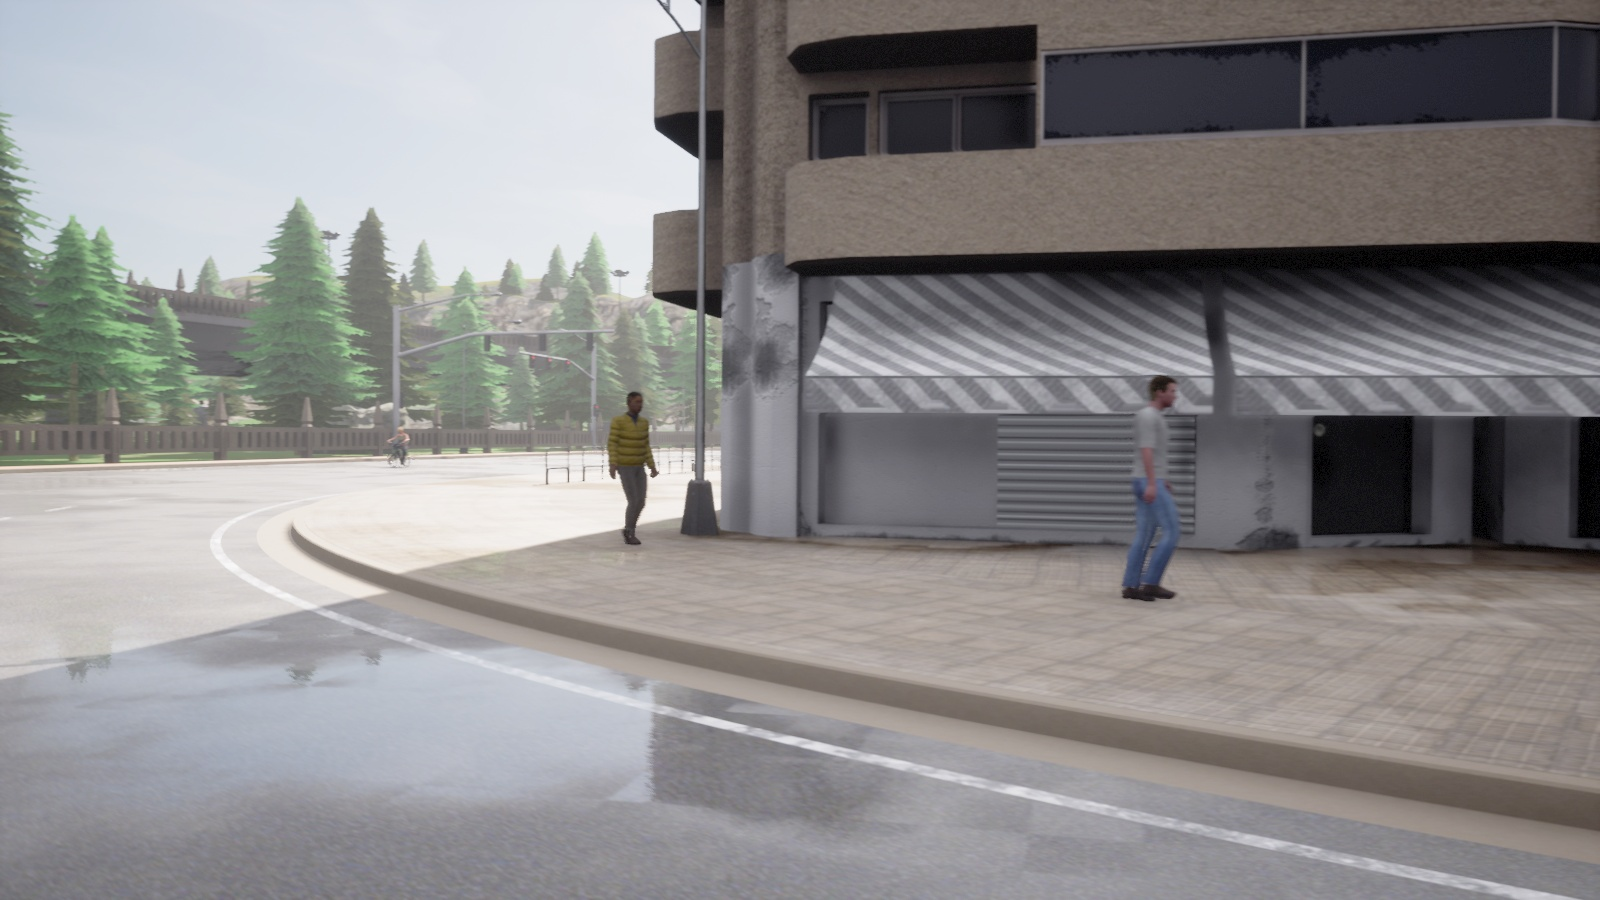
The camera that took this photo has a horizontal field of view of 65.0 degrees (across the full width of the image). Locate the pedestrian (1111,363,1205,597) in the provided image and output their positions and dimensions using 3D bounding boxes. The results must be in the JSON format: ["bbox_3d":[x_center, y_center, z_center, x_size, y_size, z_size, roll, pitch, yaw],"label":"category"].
[{"bbox_3d":[2.873,0.233,10.093,0.706,1.836,0.354,0,1,14],"label":"pedestrian"}]

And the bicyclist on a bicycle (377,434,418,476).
[{"bbox_3d":[-15.766,0.175,49.253,0.866,1.612,1.509,0,1,13],"label":"bicyclist on a bicycle"}]

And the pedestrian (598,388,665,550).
[{"bbox_3d":[-1.972,0.213,14.669,0.431,1.840,0.709,-1,1,-41],"label":"pedestrian"}]
